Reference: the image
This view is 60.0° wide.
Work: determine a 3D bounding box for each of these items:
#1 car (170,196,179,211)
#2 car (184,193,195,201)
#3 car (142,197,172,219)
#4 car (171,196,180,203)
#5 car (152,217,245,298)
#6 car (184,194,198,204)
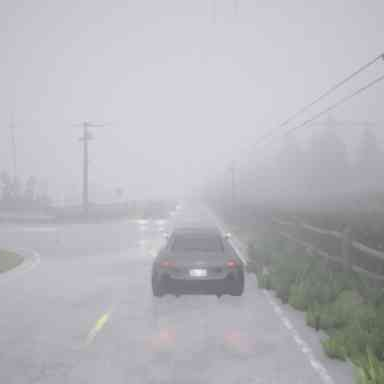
[{"bbox_3d":[-2.970,1.342,39.774,2.097,1.767,4.553,0,0,0],"label":"car"},{"bbox_3d":[-0.610,1.168,74.531,2.097,1.767,4.553,0,0,-5],"label":"car"},{"bbox_3d":[-3.146,1.497,29.279,1.837,1.490,4.892,0,0,2],"label":"car"},{"bbox_3d":[-3.388,1.590,68.490,1.895,1.301,4.718,0,0,-4],"label":"car"},{"bbox_3d":[0.125,1.561,8.563,1.994,1.385,4.181,0,0,0],"label":"car"},{"bbox_3d":[0.031,1.335,64.471,2.097,1.767,4.553,0,0,-3],"label":"car"}]
